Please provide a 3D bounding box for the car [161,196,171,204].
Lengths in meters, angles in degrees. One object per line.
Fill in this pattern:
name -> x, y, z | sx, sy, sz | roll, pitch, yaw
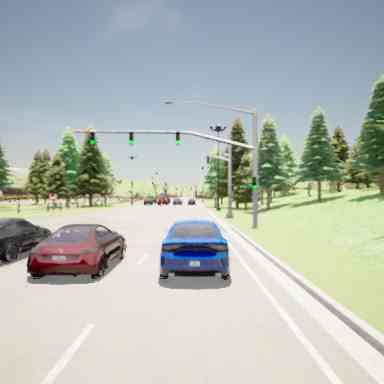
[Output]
car -> -7.051, 2.187, 91.118 | 2.150, 2.045, 5.566 | 0, -1, 0

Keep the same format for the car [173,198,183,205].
car -> -3.545, 2.351, 81.021 | 2.097, 1.767, 4.553 | 0, -1, 0

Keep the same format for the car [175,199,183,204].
car -> -3.551, 2.514, 91.086 | 1.994, 1.385, 4.181 | 0, -1, 0

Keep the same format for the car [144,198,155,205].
car -> -10.545, 2.491, 80.661 | 1.837, 1.490, 4.892 | 0, -1, 0

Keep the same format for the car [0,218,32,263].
car -> -6.913, 1.681, 12.423 | 1.812, 1.442, 4.674 | 0, -1, 0

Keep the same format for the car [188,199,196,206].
car -> -0.045, 2.469, 80.668 | 1.882, 1.535, 5.008 | 0, -1, 0

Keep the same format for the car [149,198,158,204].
car -> -10.551, 2.461, 91.083 | 1.837, 1.490, 4.892 | 0, -1, 0

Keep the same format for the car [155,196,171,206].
car -> -7.045, 2.217, 80.697 | 2.150, 2.045, 5.566 | 0, -1, 0

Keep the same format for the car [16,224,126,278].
car -> -3.419, 1.697, 10.583 | 1.994, 1.385, 4.181 | 0, -1, 0

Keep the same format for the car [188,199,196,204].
car -> -0.051, 2.514, 91.088 | 1.994, 1.385, 4.181 | 0, -1, 0

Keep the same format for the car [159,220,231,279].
car -> 0.081, 1.610, 10.541 | 1.882, 1.535, 5.008 | 0, -1, 0
